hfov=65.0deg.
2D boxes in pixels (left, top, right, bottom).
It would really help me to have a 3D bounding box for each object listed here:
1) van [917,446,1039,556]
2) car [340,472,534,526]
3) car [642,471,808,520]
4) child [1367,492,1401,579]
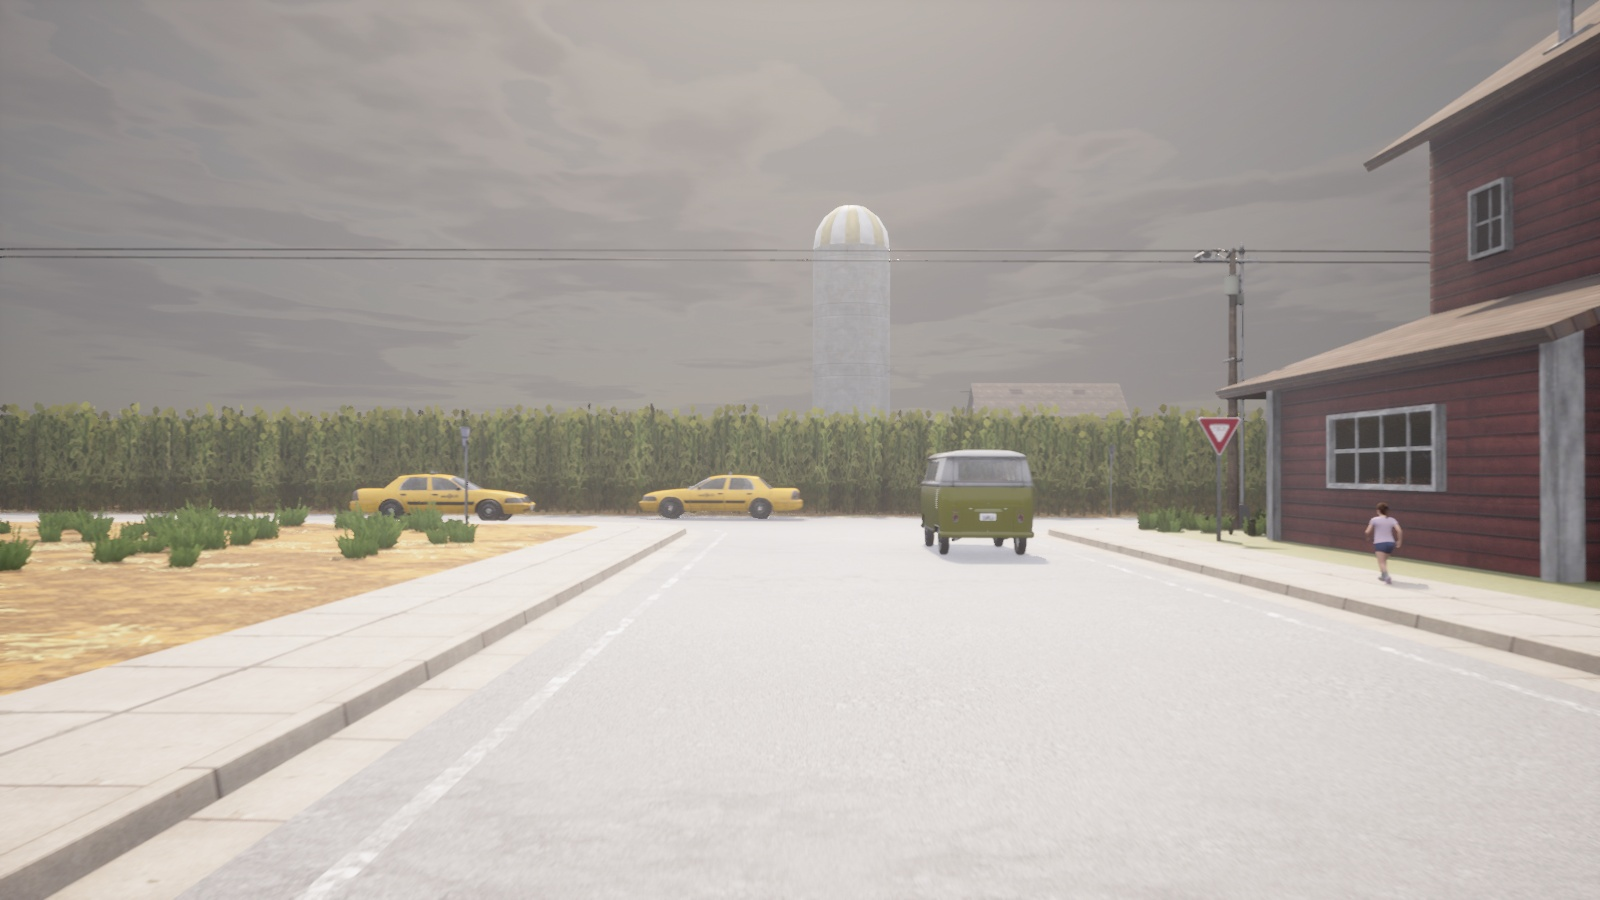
[{"bbox_3d":[3.438,0.972,25.055,1.775,1.987,4.442,0,-1,0],"label":"van"},{"bbox_3d":[-10.974,1.465,38.152,5.366,1.575,1.801,0,-1,1],"label":"car"},{"bbox_3d":[-2.434,1.486,41.545,5.366,1.575,1.801,0,-1,1],"label":"car"},{"bbox_3d":[7.561,1.099,16.263,0.255,1.110,0.394,0,-1,2],"label":"child"}]
